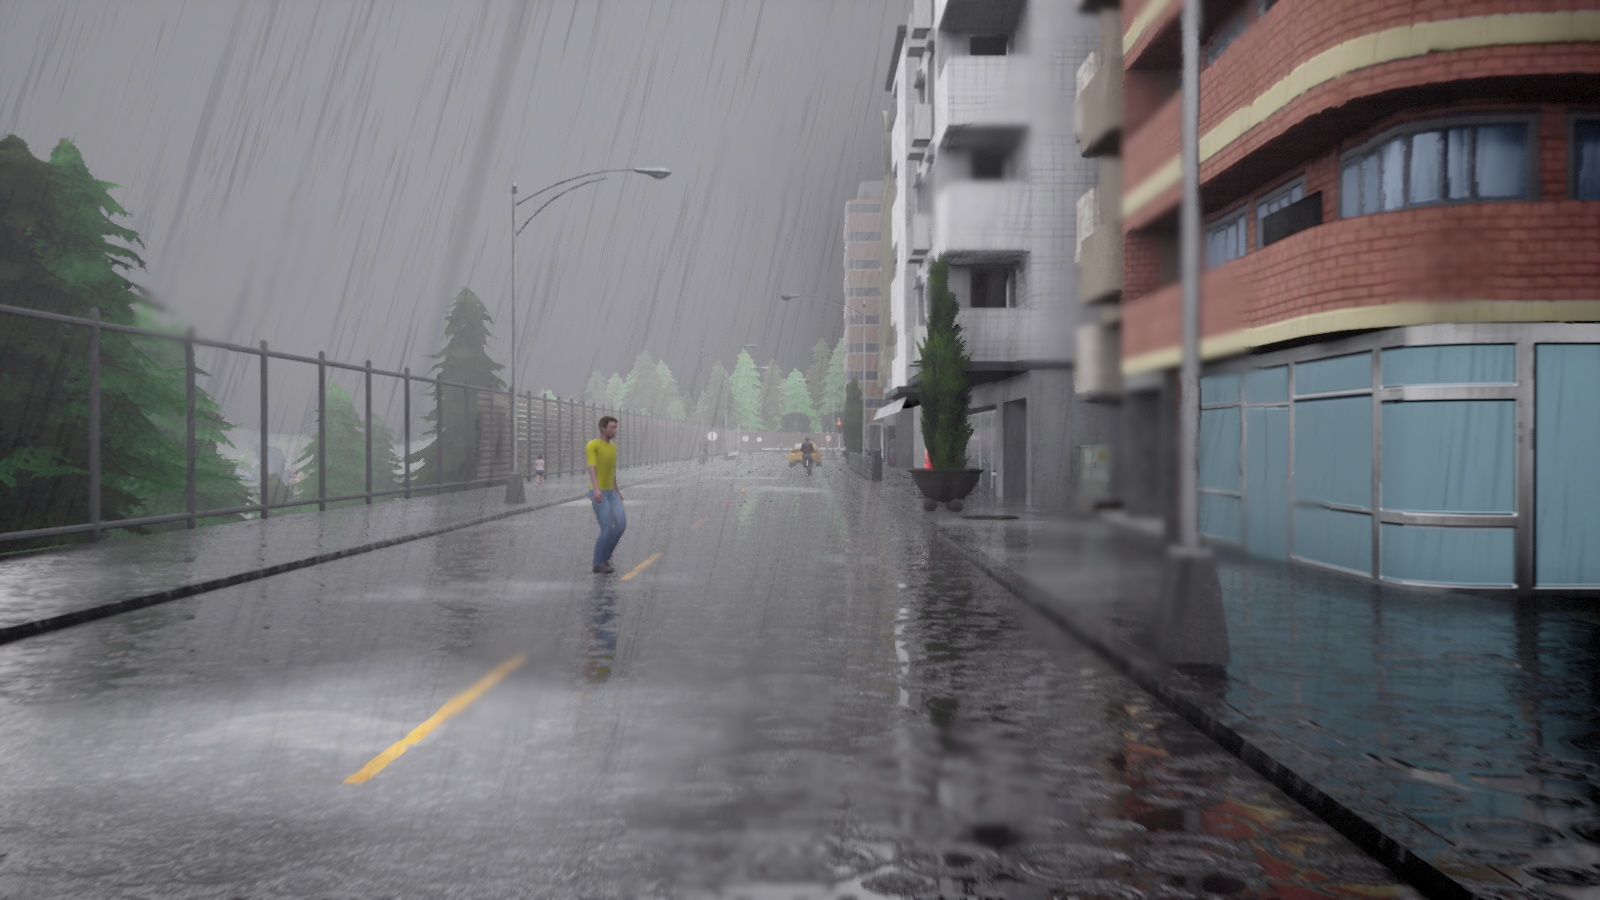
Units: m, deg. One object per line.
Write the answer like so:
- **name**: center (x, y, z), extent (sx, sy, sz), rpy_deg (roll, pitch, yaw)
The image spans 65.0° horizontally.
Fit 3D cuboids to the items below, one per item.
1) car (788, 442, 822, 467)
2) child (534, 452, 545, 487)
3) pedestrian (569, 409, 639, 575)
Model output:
- **car**: center (0.357, 0.272, 80.302), extent (1.882, 1.535, 5.008), rpy_deg (0, 0, 3)
- **child**: center (-8.248, 0.606, 39.741), extent (0.255, 1.110, 0.394), rpy_deg (0, 0, 1)
- **pedestrian**: center (-2.223, 0.464, 14.239), extent (0.706, 1.836, 0.354), rpy_deg (0, 0, 27)
